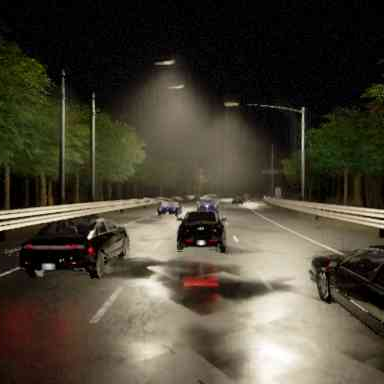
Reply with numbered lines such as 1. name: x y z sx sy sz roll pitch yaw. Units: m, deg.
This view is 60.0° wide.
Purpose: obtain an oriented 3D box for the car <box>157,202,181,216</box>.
1. car: -2.036 1.619 32.075 1.895 1.301 4.718 0 0 5

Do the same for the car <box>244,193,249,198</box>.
1. car: 12.586 1.596 83.893 1.994 1.385 4.181 0 0 13

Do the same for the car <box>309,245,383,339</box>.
1. car: 3.547 1.556 5.144 2.033 1.411 5.357 0 0 1

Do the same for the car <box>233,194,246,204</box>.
1. car: 8.928 1.603 64.666 1.994 1.385 4.181 0 0 9

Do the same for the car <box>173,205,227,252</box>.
1. car: 0.407 1.515 13.960 1.837 1.490 4.892 0 0 2

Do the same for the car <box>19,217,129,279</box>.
1. car: -3.219 1.494 10.022 2.128 1.511 4.902 0 0 1

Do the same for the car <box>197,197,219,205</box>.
1. car: 1.612 1.377 33.535 2.097 1.767 4.553 0 0 5
